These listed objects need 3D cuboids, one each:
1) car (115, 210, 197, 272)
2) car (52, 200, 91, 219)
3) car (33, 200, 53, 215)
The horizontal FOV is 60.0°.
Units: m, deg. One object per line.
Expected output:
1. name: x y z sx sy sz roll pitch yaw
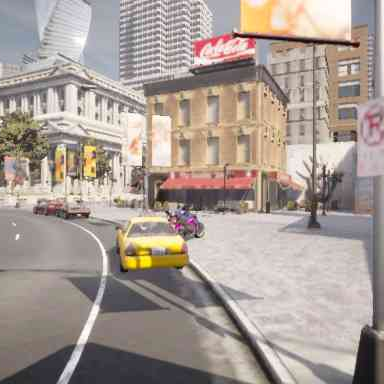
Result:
1. car: -1.478 1.446 10.764 1.801 1.575 5.366 0 0 -15
2. car: -10.377 1.576 28.766 1.895 1.301 4.718 0 0 -34
3. car: -14.167 1.498 33.065 2.002 1.452 4.674 0 0 -44
